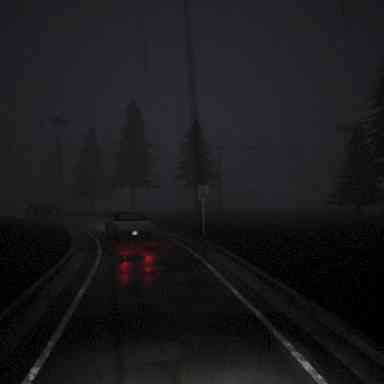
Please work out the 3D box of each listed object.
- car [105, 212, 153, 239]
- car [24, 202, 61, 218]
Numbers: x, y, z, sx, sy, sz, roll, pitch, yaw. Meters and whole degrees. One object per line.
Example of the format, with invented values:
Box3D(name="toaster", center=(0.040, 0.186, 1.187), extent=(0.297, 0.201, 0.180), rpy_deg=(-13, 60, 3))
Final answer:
Box3D(name="car", center=(-3.628, 1.741, 18.332), extent=(1.895, 1.301, 4.718), rpy_deg=(0, 0, -22))
Box3D(name="car", center=(-15.031, 1.766, 33.400), extent=(5.008, 1.535, 1.882), rpy_deg=(-1, -1, 40))
